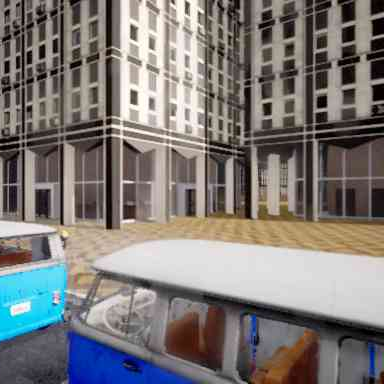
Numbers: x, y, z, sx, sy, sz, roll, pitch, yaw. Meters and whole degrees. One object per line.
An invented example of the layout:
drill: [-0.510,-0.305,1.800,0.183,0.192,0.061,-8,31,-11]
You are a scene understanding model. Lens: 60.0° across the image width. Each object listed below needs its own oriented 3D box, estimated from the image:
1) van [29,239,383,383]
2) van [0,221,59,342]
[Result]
van: [0.770,1.343,2.329,3.998,1.788,1.690,0,0,35]
van: [-3.847,1.358,5.615,3.998,1.788,1.690,0,0,35]
